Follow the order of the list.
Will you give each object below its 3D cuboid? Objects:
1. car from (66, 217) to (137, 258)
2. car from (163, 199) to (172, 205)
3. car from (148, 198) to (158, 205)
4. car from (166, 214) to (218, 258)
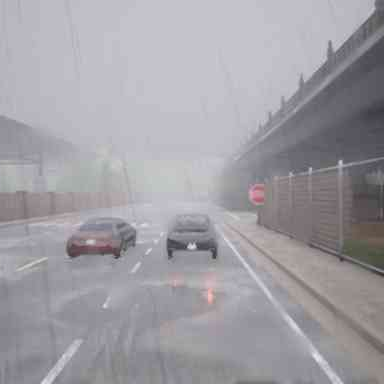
[{"bbox_3d":[-3.473,1.709,13.468,1.994,1.385,4.181,0,-1,0],"label":"car"},{"bbox_3d":[-5.887,2.356,80.537,1.837,1.490,4.892,0,-1,1],"label":"car"},{"bbox_3d":[-9.386,2.356,80.598,1.837,1.490,4.892,0,-1,1],"label":"car"},{"bbox_3d":[0.022,1.637,13.461,2.128,1.511,4.902,0,0,0],"label":"car"}]
